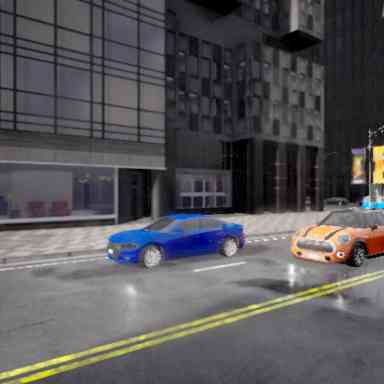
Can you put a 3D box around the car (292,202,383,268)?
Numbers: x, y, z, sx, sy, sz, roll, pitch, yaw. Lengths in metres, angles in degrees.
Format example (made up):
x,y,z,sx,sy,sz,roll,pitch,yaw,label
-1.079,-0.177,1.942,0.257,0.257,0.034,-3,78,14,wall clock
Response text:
x,y,z,sx,sy,sz,roll,pitch,yaw,label
5.577,1.412,11.640,4.553,1.767,2.097,0,0,-35,car

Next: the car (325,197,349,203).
x,y,z,sx,sy,sz,roll,pitch,yaw,label
24.106,1.571,55.875,2.008,1.369,4.403,1,0,-35,car

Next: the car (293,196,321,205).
x,y,z,sx,sy,sz,roll,pitch,yaw,label
20.860,1.514,60.469,1.887,1.381,4.507,1,0,-35,car

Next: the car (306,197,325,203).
x,y,z,sx,sy,sz,roll,pitch,yaw,label
17.242,1.562,50.816,1.752,1.417,4.829,1,0,-35,car

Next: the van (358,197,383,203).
x,y,z,sx,sy,sz,roll,pitch,yaw,label
23.637,1.477,41.767,1.690,1.788,3.998,1,0,-35,van

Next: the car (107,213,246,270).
x,y,z,sx,sy,sz,roll,pitch,yaw,label
-0.384,1.510,11.389,5.008,1.535,1.882,0,0,-35,car
